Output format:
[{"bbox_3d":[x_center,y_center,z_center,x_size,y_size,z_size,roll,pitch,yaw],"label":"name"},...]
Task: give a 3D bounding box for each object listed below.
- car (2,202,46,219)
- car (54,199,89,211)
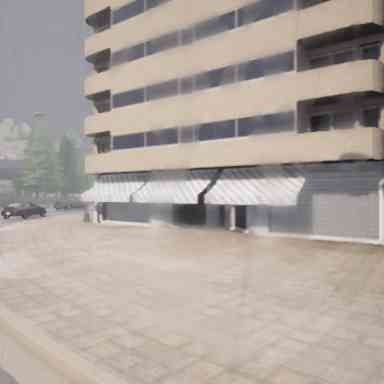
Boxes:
[{"bbox_3d":[-15.028,1.611,29.928,1.812,1.442,4.674,0,0,5],"label":"car"},{"bbox_3d":[-15.276,1.606,42.428,2.128,1.511,4.902,0,0,23],"label":"car"}]
